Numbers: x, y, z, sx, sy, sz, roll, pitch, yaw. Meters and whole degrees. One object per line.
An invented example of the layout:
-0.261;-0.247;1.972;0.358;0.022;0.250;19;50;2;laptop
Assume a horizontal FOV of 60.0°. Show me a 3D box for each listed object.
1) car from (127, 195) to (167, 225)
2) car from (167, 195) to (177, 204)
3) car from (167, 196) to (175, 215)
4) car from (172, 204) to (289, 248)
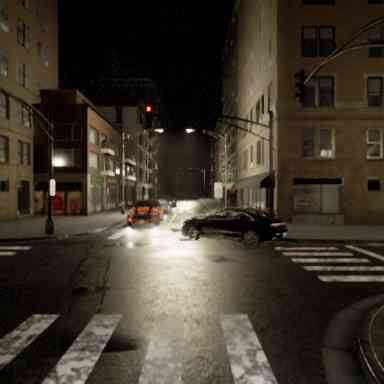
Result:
-3.161;1.306;23.280;2.097;1.767;4.553;0;0;0;car
-3.216;1.250;45.968;2.097;1.767;4.553;0;0;-1;car
-3.191;1.475;33.876;2.033;1.411;5.357;0;0;0;car
1.770;1.471;14.754;4.902;1.511;2.128;0;1;36;car
